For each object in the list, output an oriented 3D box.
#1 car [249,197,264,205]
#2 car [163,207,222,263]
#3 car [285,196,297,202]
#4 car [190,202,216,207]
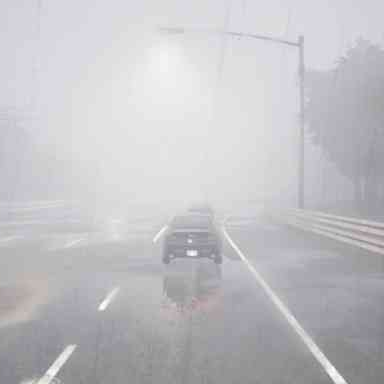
[{"bbox_3d":[11.302,1.519,57.136,1.812,1.442,4.674,0,0,30],"label":"car"},{"bbox_3d":[0.015,1.505,11.966,1.837,1.490,4.892,0,0,0],"label":"car"},{"bbox_3d":[20.525,1.481,70.420,1.812,1.442,4.674,0,0,41],"label":"car"},{"bbox_3d":[0.835,1.494,26.061,1.882,1.535,5.008,0,0,7],"label":"car"}]
